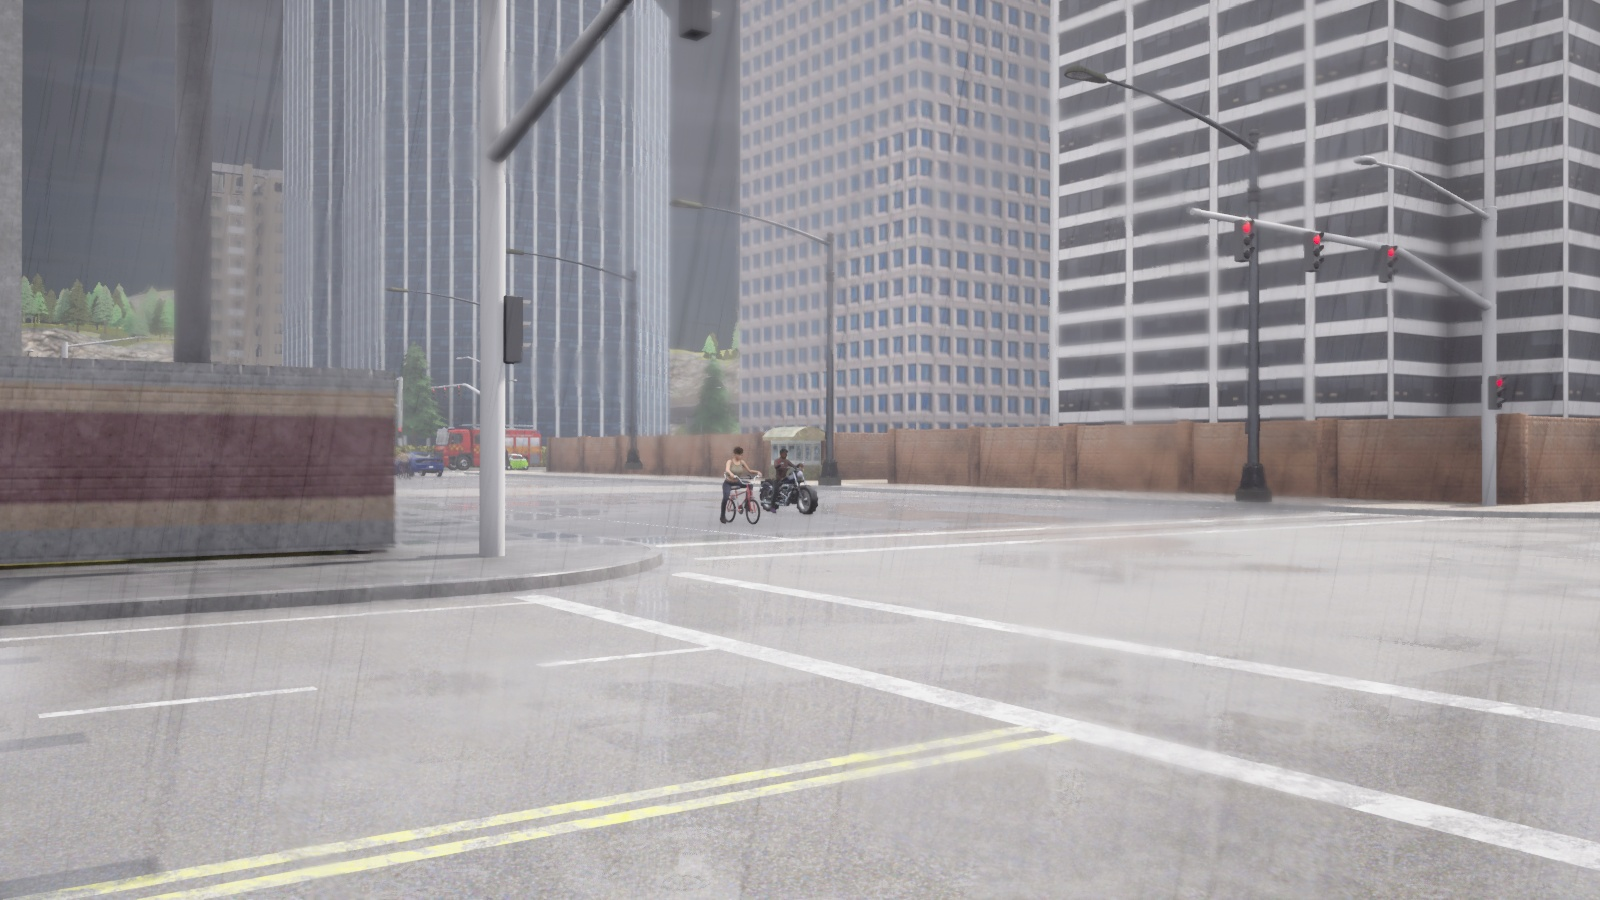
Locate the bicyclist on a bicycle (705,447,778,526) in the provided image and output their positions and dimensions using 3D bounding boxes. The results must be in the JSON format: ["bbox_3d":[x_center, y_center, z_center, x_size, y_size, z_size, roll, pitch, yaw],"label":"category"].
[{"bbox_3d":[-1.241,0.748,26.387,0.866,1.612,1.509,0,0,-34],"label":"bicyclist on a bicycle"}]

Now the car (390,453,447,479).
[{"bbox_3d":[-23.467,0.961,77.173,1.882,1.535,5.008,0,0,-35],"label":"car"}]

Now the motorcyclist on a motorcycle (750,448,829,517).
[{"bbox_3d":[-0.288,0.772,31.167,0.766,1.649,2.350,0,0,-35],"label":"motorcyclist on a motorcycle"}]
